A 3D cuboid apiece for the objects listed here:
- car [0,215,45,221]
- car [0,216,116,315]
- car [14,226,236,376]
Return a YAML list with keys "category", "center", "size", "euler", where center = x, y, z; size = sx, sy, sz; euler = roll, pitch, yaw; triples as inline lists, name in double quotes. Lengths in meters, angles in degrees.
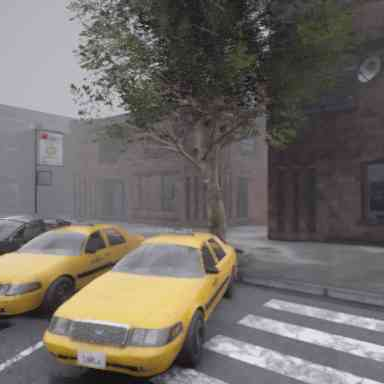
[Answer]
- category: "car"
  center: [-5.172, 1.479, 9.798]
  size: [2.231, 1.521, 4.892]
  euler: [1, -1, 16]
- category: "car"
  center: [-2.785, 1.475, 7.866]
  size: [1.946, 1.575, 5.366]
  euler: [1, -1, 16]
- category: "car"
  center: [-0.343, 1.477, 6.122]
  size: [1.946, 1.575, 5.366]
  euler: [1, -1, 16]
